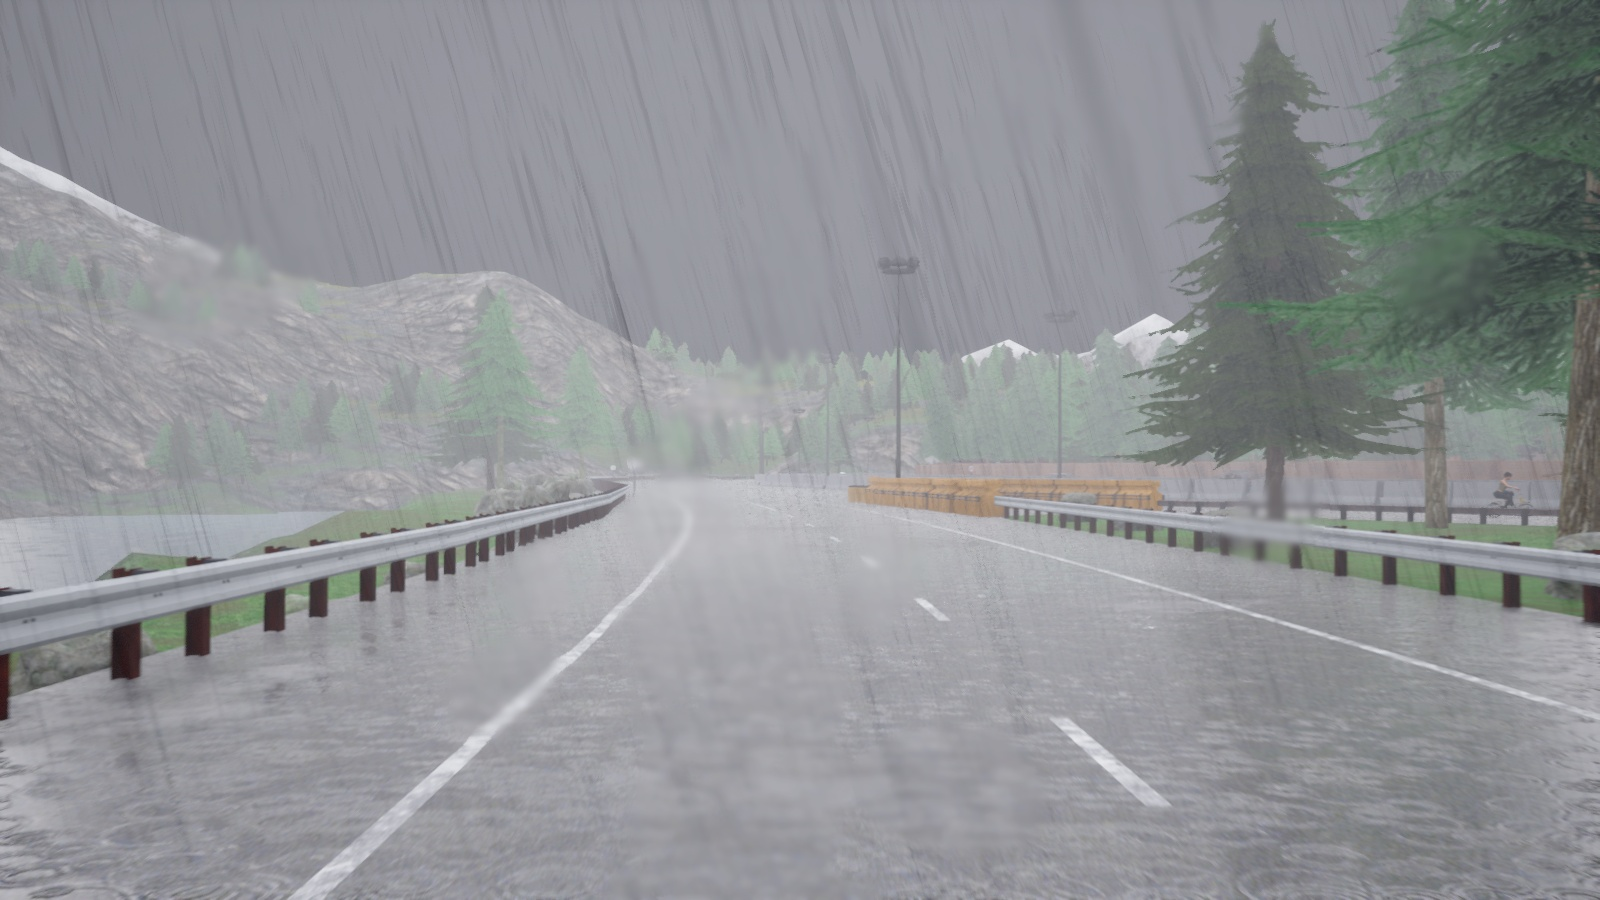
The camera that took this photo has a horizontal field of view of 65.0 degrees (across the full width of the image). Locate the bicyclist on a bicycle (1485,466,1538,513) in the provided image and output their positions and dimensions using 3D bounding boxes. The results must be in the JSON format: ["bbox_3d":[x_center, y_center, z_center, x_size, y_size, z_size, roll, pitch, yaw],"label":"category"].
[{"bbox_3d":[24.970,1.385,44.074,1.509,1.612,0.866,-1,-1,34],"label":"bicyclist on a bicycle"}]

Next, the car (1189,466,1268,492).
[{"bbox_3d":[28.638,1.946,84.021,2.242,1.667,4.611,0,-1,-31],"label":"car"}]
